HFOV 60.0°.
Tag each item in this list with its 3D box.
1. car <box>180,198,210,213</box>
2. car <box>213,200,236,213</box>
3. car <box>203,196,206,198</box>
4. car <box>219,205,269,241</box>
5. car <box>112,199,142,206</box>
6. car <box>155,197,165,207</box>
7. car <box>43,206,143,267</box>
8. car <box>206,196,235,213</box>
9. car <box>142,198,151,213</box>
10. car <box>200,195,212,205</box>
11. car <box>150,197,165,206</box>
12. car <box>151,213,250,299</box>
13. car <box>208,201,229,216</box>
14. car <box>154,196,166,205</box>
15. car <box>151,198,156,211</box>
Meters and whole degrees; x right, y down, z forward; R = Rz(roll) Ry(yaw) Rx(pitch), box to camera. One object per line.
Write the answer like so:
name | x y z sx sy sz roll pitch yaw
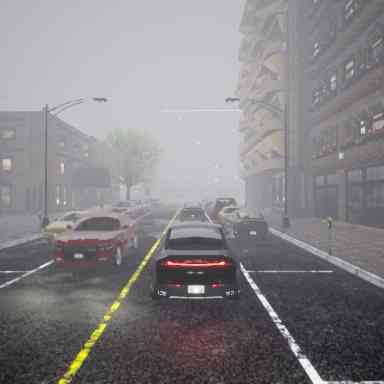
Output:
car | 0.046 1.502 26.359 2.128 1.511 4.902 0 0 0
car | 2.658 1.534 22.522 1.752 1.417 4.829 1 0 0
car | 2.612 1.589 45.099 1.947 1.339 4.313 1 0 0
car | 2.670 1.557 16.666 2.008 1.369 4.403 1 0 0
car | -5.698 1.452 27.963 1.967 1.590 4.097 1 0 0
car | -5.746 1.594 50.710 1.947 1.339 4.313 1 0 0
car | -3.123 1.482 11.644 1.882 1.535 5.008 0 0 0
car | 2.651 1.327 28.040 2.192 1.841 5.009 1 0 0
car | -5.710 1.455 33.651 1.967 1.590 4.097 1 0 0
car | 2.627 1.478 62.156 1.967 1.590 4.097 1 0 0
car | -5.757 1.583 56.398 2.008 1.369 4.403 1 0 0
car | 0.081 1.508 8.421 1.837 1.490 4.892 0 0 0
car | 2.635 1.597 33.726 1.802 1.307 4.206 1 0 0
car | -5.938 1.563 61.914 1.752 1.417 4.829 1 0 0
car | -5.723 1.601 39.337 1.802 1.307 4.206 1 0 0
